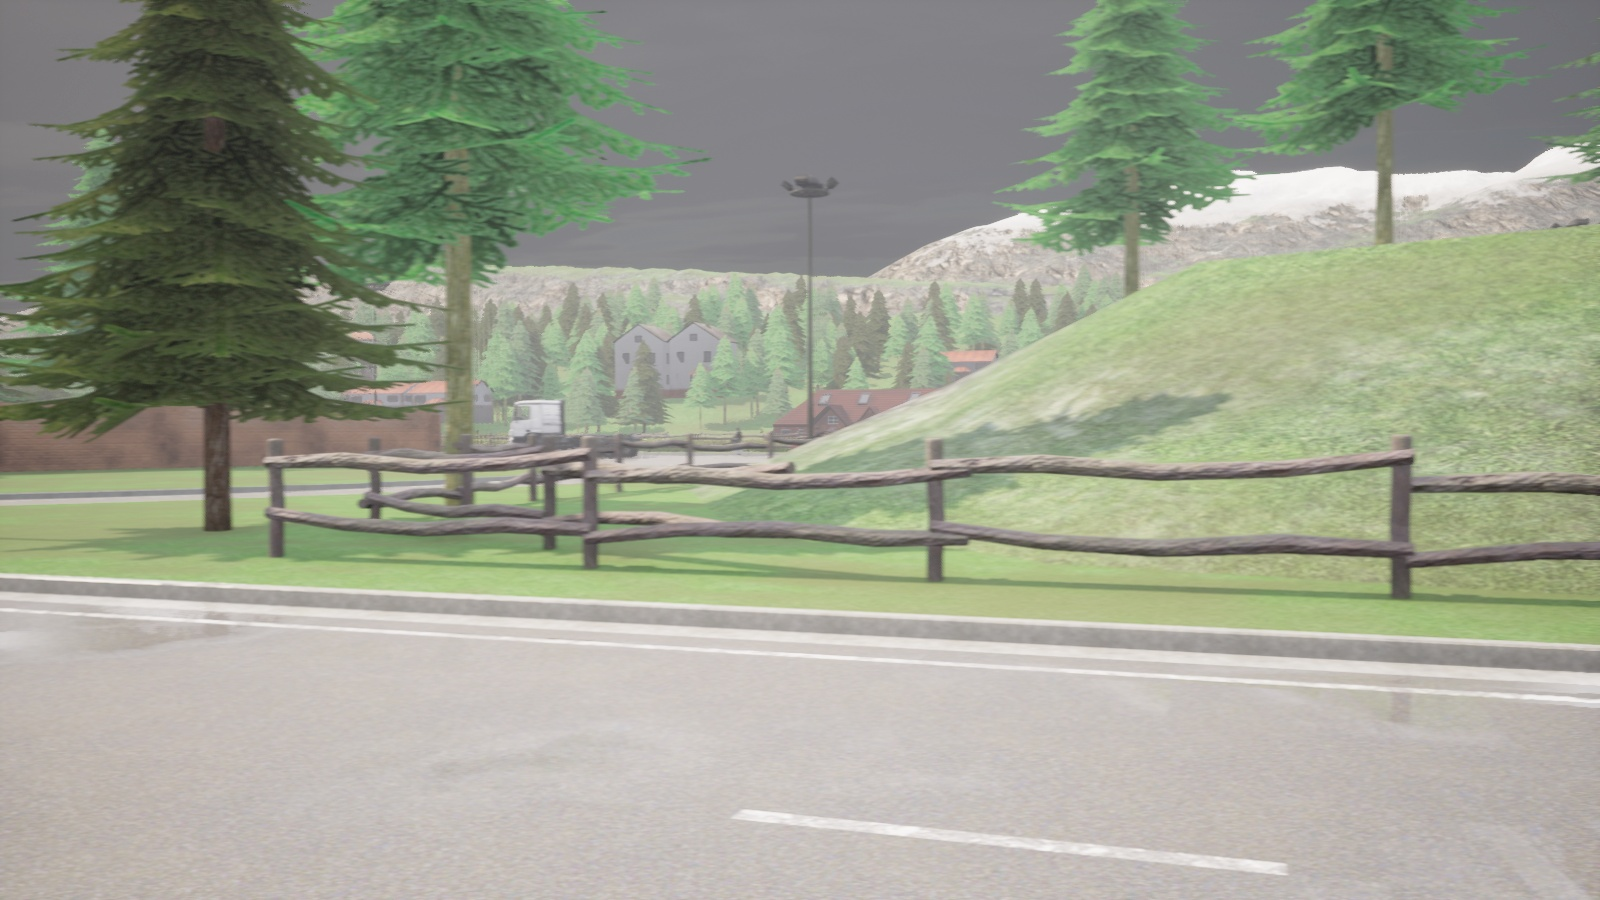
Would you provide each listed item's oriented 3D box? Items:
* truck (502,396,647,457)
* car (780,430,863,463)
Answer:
[{"bbox_3d":[-13.236,-1.402,73.750,7.936,3.462,2.891,1,1,19],"label":"truck"},{"bbox_3d":[1.069,-0.184,61.518,3.705,1.549,1.789,1,1,19],"label":"car"}]
